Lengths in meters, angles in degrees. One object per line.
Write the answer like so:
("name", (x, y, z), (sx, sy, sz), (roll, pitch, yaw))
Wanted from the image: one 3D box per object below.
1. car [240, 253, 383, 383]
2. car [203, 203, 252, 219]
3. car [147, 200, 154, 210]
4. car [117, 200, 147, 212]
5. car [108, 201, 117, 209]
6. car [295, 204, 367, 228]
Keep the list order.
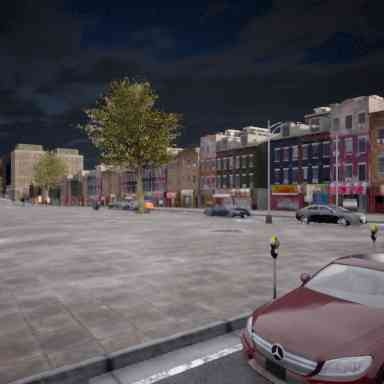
("car", (2.563, 1.582, 4.631), (4.206, 1.307, 1.802), (0, 0, -35))
("car", (3.257, 1.818, 32.158), (2.033, 1.411, 5.357), (0, -1, -36))
("car", (-7.950, 2.038, 52.862), (2.097, 1.767, 4.553), (0, -1, -35))
("car", (-8.942, 2.145, 49.288), (1.837, 1.490, 4.892), (0, -2, -35))
("car", (-13.823, 2.394, 61.050), (2.128, 1.511, 4.902), (0, -1, -35))
("car", (9.603, 1.624, 23.304), (2.128, 1.511, 4.902), (0, -1, -36))
